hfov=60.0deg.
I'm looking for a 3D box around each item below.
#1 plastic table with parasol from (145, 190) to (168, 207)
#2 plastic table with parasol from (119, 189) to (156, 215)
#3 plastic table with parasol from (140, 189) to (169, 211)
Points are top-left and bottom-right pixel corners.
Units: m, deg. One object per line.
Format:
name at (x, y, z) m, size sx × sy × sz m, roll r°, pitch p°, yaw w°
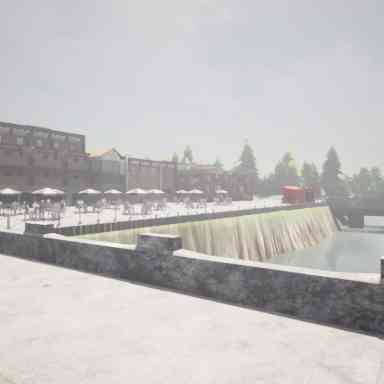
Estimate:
plastic table with parasol at (-5.248, 0.925, 49.186) m, size 2.482 × 2.480 × 2.482 m, roll 0°, pitch 0°, yaw 35°
plastic table with parasol at (-5.297, 0.925, 32.509) m, size 2.482 × 2.480 × 2.482 m, roll 0°, pitch 0°, yaw 35°
plastic table with parasol at (-4.538, 0.925, 40.197) m, size 2.482 × 2.480 × 2.482 m, roll 0°, pitch 0°, yaw 35°
